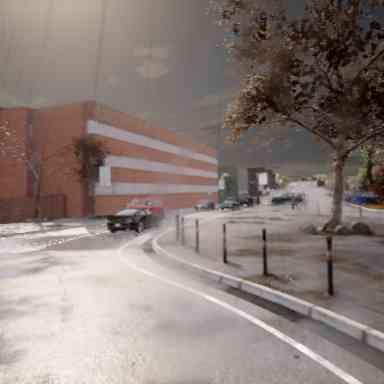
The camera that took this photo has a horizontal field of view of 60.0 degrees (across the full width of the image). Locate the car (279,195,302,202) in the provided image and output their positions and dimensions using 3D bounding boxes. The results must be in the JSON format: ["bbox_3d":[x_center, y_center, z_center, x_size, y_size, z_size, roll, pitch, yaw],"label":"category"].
[{"bbox_3d":[21.782,1.445,73.487,4.674,1.452,2.002,-1,0,19],"label":"car"}]

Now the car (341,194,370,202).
[{"bbox_3d":[32.737,1.145,66.761,4.892,1.521,2.231,-1,0,19],"label":"car"}]

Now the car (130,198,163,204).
[{"bbox_3d":[-4.321,1.552,29.587,2.150,2.045,5.566,-1,0,20],"label":"car"}]

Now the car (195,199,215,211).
[{"bbox_3d":[1.833,1.787,46.285,2.128,1.511,4.902,-1,0,20],"label":"car"}]

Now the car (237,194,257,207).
[{"bbox_3d":[8.875,1.419,55.942,2.150,2.045,5.566,-1,0,20],"label":"car"}]

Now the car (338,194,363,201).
[{"bbox_3d":[35.557,1.144,74.750,4.792,1.488,2.163,-1,0,19],"label":"car"}]

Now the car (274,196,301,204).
[{"bbox_3d":[18.057,1.478,62.814,4.674,1.452,2.002,-1,0,19],"label":"car"}]

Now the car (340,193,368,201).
[{"bbox_3d":[33.665,1.135,69.428,5.008,1.535,2.097,-1,0,19],"label":"car"}]

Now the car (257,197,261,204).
[{"bbox_3d":[12.404,1.648,65.709,2.128,1.511,4.902,-1,0,20],"label":"car"}]

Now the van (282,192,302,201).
[{"bbox_3d":[23.744,1.158,78.787,4.442,1.987,1.878,-1,0,19],"label":"van"}]

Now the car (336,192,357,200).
[{"bbox_3d":[38.383,0.960,82.866,4.553,1.767,2.185,-1,0,19],"label":"car"}]

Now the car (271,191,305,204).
[{"bbox_3d":[17.097,1.193,60.157,5.566,2.045,2.435,-1,0,19],"label":"car"}]

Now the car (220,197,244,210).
[{"bbox_3d":[5.327,1.768,45.866,2.033,1.411,5.357,-1,0,20],"label":"car"}]

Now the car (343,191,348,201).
[{"bbox_3d":[29.966,0.916,58.887,5.566,2.045,2.435,-1,0,19],"label":"car"}]

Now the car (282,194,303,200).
[{"bbox_3d":[26.253,1.358,86.891,5.366,1.575,1.946,-1,0,19],"label":"car"}]

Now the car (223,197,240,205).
[{"bbox_3d":[7.368,1.598,61.322,2.033,1.411,5.357,-1,0,20],"label":"car"}]

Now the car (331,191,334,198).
[{"bbox_3d":[39.291,1.076,85.540,5.008,1.535,2.097,-1,0,19],"label":"car"}]

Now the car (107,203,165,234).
[{"bbox_3d":[-3.535,1.746,21.455,1.882,1.535,5.008,-2,0,17],"label":"car"}]

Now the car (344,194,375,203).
[{"bbox_3d":[30.892,1.161,61.424,4.892,1.521,2.231,-1,0,19],"label":"car"}]

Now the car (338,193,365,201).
[{"bbox_3d":[34.595,1.125,72.094,5.008,1.535,2.097,-1,0,19],"label":"car"}]

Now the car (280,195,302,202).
[{"bbox_3d":[22.682,1.426,76.166,4.792,1.488,2.163,-1,0,19],"label":"car"}]

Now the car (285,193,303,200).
[{"bbox_3d":[27.385,1.221,89.488,4.553,1.767,2.185,-1,0,19],"label":"car"}]

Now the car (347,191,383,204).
[{"bbox_3d":[28.034,1.046,53.440,4.553,1.767,2.185,-1,0,19],"label":"car"}]

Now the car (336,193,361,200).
[{"bbox_3d":[36.503,1.105,77.542,5.008,1.535,2.097,-1,0,19],"label":"car"}]
